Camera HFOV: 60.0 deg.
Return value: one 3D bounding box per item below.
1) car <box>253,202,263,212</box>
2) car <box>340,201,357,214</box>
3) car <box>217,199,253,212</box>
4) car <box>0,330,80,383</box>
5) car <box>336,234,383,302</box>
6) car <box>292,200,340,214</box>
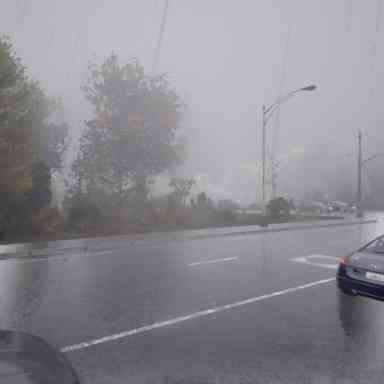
[{"bbox_3d":[10.580,2.168,48.852,2.128,1.511,4.902,0,-3,-32],"label":"car"},{"bbox_3d":[16.739,1.741,39.058,2.128,1.511,4.902,0,-2,-34],"label":"car"},{"bbox_3d":[6.020,2.038,49.522,2.150,2.045,5.566,0,-3,-32],"label":"car"},{"bbox_3d":[-3.032,1.504,1.582,4.892,1.490,1.837,0,0,-36],"label":"car"},{"bbox_3d":[5.129,1.574,7.412,4.181,1.385,1.994,0,0,-34],"label":"car"},{"bbox_3d":[13.559,1.741,37.556,2.128,1.511,4.902,0,-2,-32],"label":"car"}]
